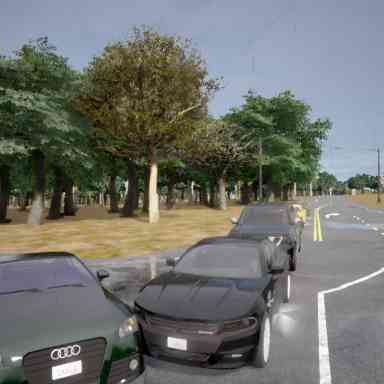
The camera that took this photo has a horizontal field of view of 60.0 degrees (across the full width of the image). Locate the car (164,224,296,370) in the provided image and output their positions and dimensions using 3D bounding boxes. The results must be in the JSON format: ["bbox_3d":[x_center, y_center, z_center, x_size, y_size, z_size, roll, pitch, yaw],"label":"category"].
[{"bbox_3d":[0.727,1.613,6.288,1.882,1.535,5.008,-1,-2,21],"label":"car"}]

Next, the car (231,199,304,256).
[{"bbox_3d":[2.840,1.460,12.431,2.150,2.045,5.566,-2,0,20],"label":"car"}]

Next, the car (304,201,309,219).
[{"bbox_3d":[7.200,1.664,24.095,1.882,1.535,5.008,-1,0,20],"label":"car"}]

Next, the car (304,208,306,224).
[{"bbox_3d":[5.059,1.775,18.338,1.895,1.301,4.718,-1,0,21],"label":"car"}]

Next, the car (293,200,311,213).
[{"bbox_3d":[13.717,1.750,41.370,1.812,1.442,4.674,-1,0,22],"label":"car"}]

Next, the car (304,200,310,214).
[{"bbox_3d":[9.252,1.725,29.602,1.812,1.442,4.674,-1,0,20],"label":"car"}]

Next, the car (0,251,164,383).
[{"bbox_3d":[-2.317,1.643,4.986,1.994,1.385,4.181,1,-2,-33],"label":"car"}]
